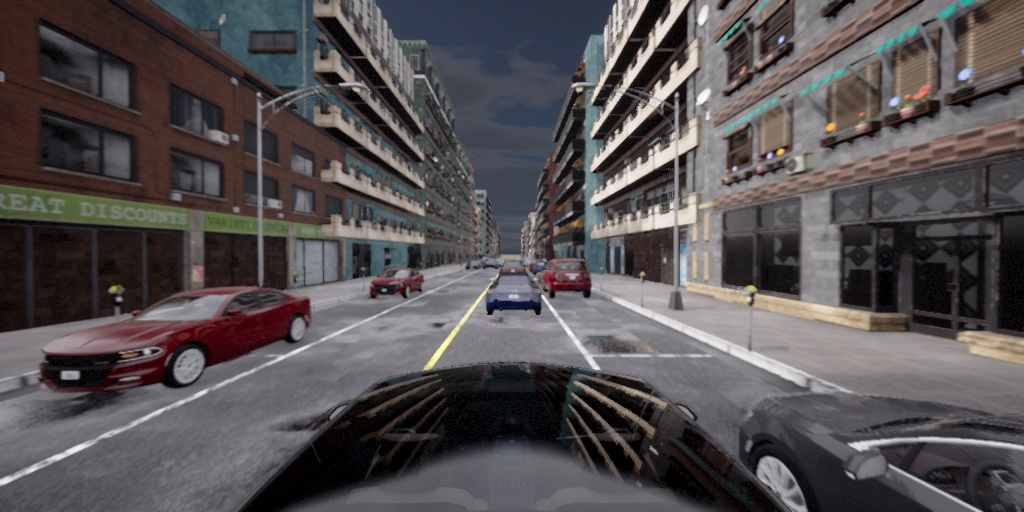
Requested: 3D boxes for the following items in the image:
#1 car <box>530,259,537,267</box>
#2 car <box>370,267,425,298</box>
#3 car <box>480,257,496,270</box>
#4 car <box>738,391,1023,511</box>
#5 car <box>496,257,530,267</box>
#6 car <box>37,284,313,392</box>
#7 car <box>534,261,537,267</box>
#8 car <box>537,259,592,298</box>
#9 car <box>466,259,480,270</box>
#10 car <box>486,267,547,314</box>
[{"bbox_3d":[3.151,1.252,38.357,1.812,1.442,4.674,0,0,0],"label":"car"},{"bbox_3d":[-5.690,1.282,18.242,1.888,1.381,4.507,0,0,0],"label":"car"},{"bbox_3d":[-3.070,1.075,51.836,2.097,1.767,4.553,0,0,0],"label":"car"},{"bbox_3d":[2.689,1.301,1.184,2.007,1.370,4.403,0,0,0],"label":"car"},{"bbox_3d":[0.072,1.082,28.340,2.097,1.767,4.553,0,0,0],"label":"car"},{"bbox_3d":[-5.692,1.290,6.872,1.888,1.381,4.507,0,0,0],"label":"car"},{"bbox_3d":[2.691,1.258,24.092,1.751,1.417,4.829,0,0,0],"label":"car"},{"bbox_3d":[2.690,1.051,18.238,2.192,1.841,5.009,0,0,0],"label":"car"},{"bbox_3d":[-5.687,1.288,52.350,1.948,1.339,4.313,0,0,0],"label":"car"},{"bbox_3d":[0.074,1.302,13.762,1.994,1.385,4.181,0,0,0],"label":"car"}]
